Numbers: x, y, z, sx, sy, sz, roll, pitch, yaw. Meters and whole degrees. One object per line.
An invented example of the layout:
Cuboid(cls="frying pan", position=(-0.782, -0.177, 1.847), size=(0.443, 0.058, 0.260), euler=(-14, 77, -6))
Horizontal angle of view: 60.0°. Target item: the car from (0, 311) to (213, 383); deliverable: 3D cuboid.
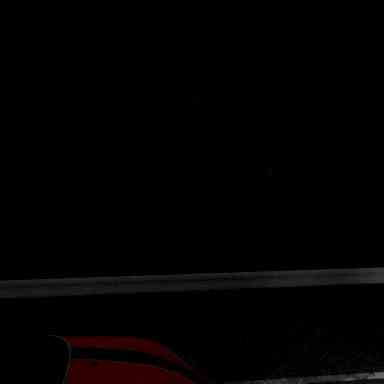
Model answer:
Cuboid(cls="car", position=(-1.864, 1.352, 1.651), size=(4.553, 1.767, 2.097), euler=(0, 0, -6))
